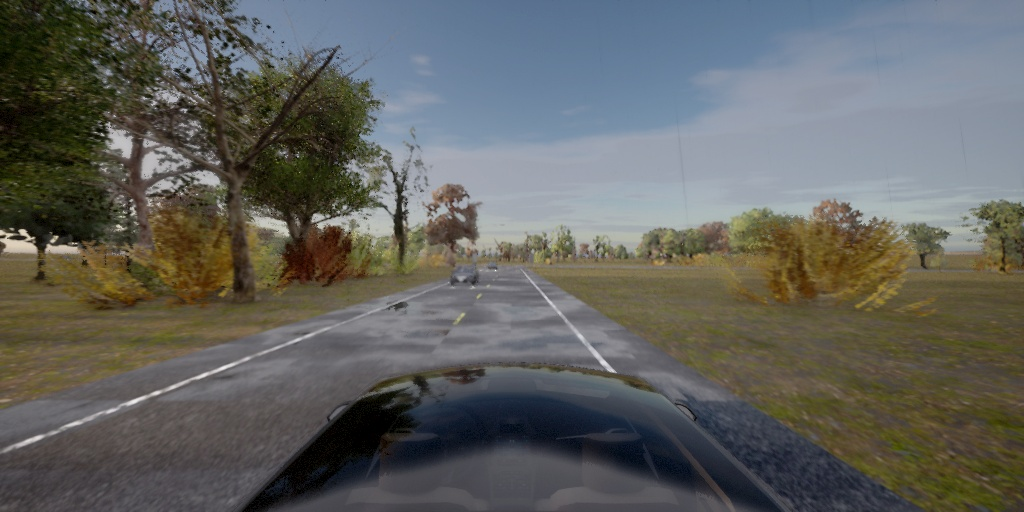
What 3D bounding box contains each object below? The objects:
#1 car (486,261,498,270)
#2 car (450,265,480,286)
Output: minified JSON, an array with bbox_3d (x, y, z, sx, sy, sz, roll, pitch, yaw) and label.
[{"bbox_3d":[-3.498,1.756,63.623,1.837,1.490,4.892,0,2,0],"label":"car"},{"bbox_3d":[-3.595,1.464,27.900,2.128,1.511,4.902,0,0,0],"label":"car"}]
